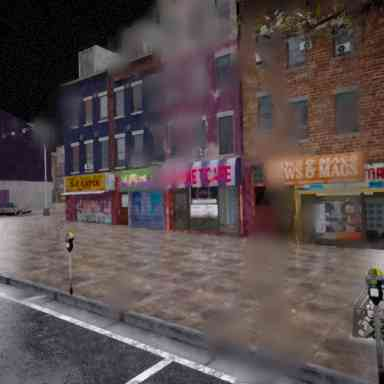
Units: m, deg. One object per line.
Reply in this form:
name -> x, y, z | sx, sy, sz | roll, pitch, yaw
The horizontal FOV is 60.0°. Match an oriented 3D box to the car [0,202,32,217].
car -> -17.570, 1.621, 30.227 | 2.033, 1.411, 5.357 | -2, -1, 39
